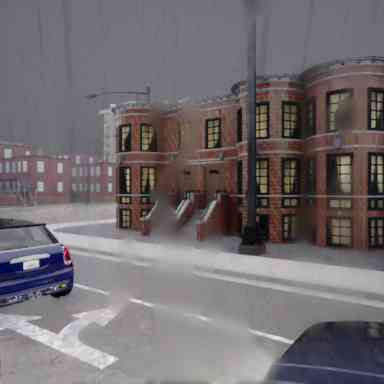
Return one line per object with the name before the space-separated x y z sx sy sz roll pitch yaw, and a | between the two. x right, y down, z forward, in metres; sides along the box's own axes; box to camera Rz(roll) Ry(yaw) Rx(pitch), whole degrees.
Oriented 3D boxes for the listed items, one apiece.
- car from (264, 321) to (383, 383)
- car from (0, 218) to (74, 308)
car | 3.072 1.546 1.797 5.357 1.411 2.033 0 0 36
car | -4.700 1.360 7.344 4.553 1.767 2.097 0 0 35
